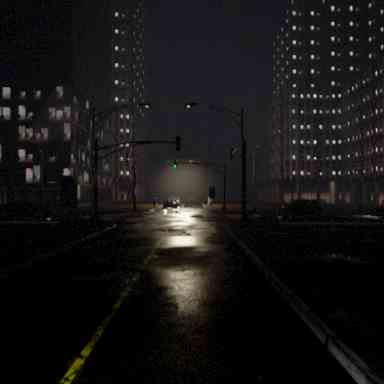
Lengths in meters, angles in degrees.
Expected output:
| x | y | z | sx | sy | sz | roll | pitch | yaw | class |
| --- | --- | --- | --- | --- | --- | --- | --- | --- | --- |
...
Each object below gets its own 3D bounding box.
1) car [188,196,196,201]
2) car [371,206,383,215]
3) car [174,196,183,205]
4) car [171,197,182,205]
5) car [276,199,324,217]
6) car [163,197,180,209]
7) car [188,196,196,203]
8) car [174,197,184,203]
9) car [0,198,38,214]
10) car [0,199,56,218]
| x | y | z | sx | sy | sz | roll | pitch | yaw | class |
| --- | --- | --- | --- | --- | --- | --- | --- | --- | --- |
| -0.050 | 1.716 | 88.834 | 2.033 | 1.411 | 5.357 | 0 | 0 | 0 | car |
| 20.807 | 1.810 | 34.148 | 4.181 | 1.385 | 1.994 | 0 | 0 | -1 | car |
| -3.114 | 1.580 | 57.649 | 2.097 | 1.767 | 4.553 | 0 | 0 | 0 | car |
| -3.052 | 1.814 | 67.911 | 2.033 | 1.411 | 5.357 | 0 | 0 | 0 | car |
| 10.920 | 1.553 | 33.974 | 4.553 | 1.767 | 2.097 | 0 | 0 | -1 | car |
| -3.135 | 1.757 | 48.492 | 1.994 | 1.385 | 4.181 | 0 | 0 | -1 | car |
| -0.044 | 1.895 | 78.858 | 1.895 | 1.301 | 4.718 | 0 | 0 | 0 | car |
| -3.044 | 1.843 | 78.221 | 2.033 | 1.411 | 5.357 | 0 | 0 | 0 | car |
| -19.226 | 1.507 | 36.197 | 4.097 | 1.590 | 1.967 | 0 | -1 | -1 | car |
| -15.069 | 1.522 | 30.344 | 5.008 | 1.535 | 1.882 | 0 | 0 | -2 | car |
